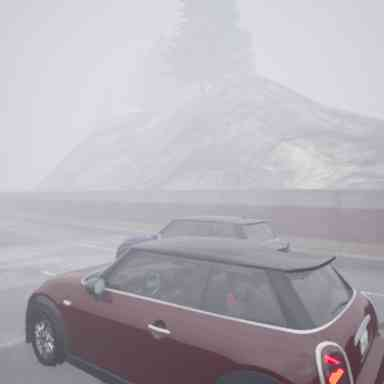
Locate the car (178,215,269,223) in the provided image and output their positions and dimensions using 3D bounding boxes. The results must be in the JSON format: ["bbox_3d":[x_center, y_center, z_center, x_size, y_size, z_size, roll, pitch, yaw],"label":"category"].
[{"bbox_3d":[0.110,1.377,8.471,4.553,1.767,2.097,0,0,38],"label":"car"}]

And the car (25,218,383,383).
[{"bbox_3d":[-0.157,1.365,4.258,4.553,1.767,2.097,0,0,36],"label":"car"}]
